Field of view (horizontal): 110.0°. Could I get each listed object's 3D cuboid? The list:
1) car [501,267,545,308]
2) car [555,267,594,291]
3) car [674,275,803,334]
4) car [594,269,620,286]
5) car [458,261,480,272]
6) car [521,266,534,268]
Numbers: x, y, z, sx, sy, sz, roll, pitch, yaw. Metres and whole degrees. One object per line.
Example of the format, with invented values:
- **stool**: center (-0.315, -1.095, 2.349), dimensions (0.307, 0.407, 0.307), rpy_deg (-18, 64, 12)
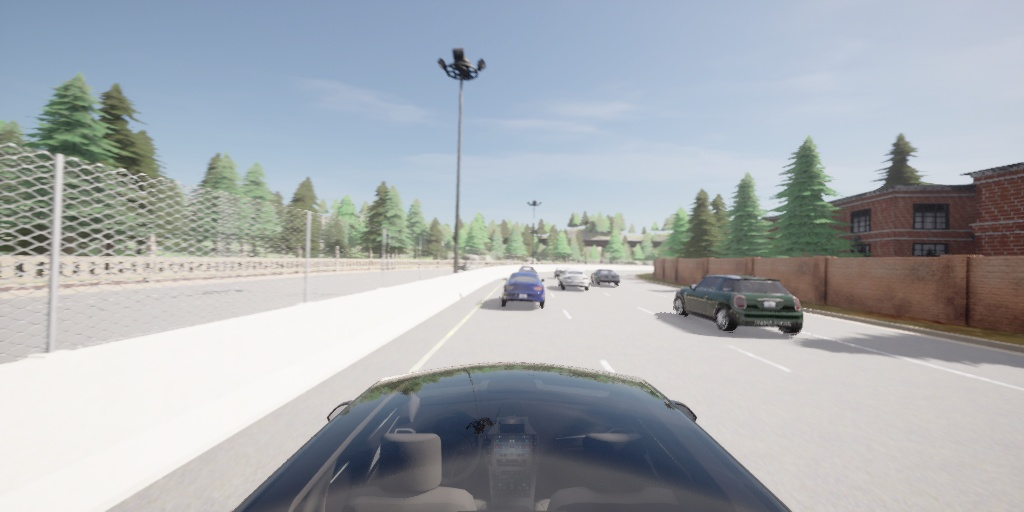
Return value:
- **car**: center (0.529, 1.442, 16.434), dimensions (1.812, 1.442, 4.674), rpy_deg (2, -1, 2)
- **car**: center (4.399, 1.650, 25.997), dimensions (1.812, 1.442, 4.674), rpy_deg (2, -1, 3)
- **car**: center (7.381, 1.420, 12.268), dimensions (2.097, 1.767, 4.553), rpy_deg (2, -1, 2)
- **car**: center (8.193, 1.839, 31.801), dimensions (2.033, 1.411, 5.357), rpy_deg (2, -1, 4)
- **car**: center (-5.055, 1.222, 41.116), dimensions (1.895, 1.301, 4.718), rpy_deg (2, -1, 8)
- **car**: center (1.449, 1.682, 35.146), dimensions (2.033, 1.411, 5.357), rpy_deg (2, -1, 5)
